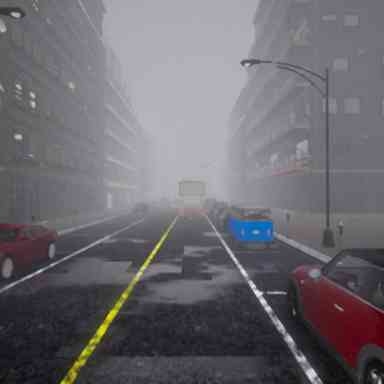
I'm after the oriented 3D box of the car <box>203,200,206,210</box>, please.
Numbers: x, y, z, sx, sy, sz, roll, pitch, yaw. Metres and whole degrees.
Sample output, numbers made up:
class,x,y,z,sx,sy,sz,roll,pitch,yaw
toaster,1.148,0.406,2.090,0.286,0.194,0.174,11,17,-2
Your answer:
class,x,y,z,sx,sy,sz,roll,pitch,yaw
car,2.699,1.914,38.412,2.008,1.369,4.403,0,-1,0

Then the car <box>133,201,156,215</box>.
class,x,y,z,sx,sy,sz,roll,pitch,yaw
car,-5.682,1.929,38.417,1.947,1.339,4.313,0,-1,0

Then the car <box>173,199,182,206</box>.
class,x,y,z,sx,sy,sz,roll,pitch,yaw
car,-2.987,2.181,71.020,1.812,1.442,4.674,0,-1,0

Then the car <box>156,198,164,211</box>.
class,x,y,z,sx,sy,sz,roll,pitch,yaw
car,-5.679,1.990,49.520,1.752,1.417,4.829,0,-1,0

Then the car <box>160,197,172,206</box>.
class,x,y,z,sx,sy,sz,roll,pitch,yaw
car,-5.674,1.985,72.238,2.192,1.841,5.009,0,-1,0

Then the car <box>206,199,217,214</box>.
class,x,y,z,sx,sy,sz,roll,pitch,yaw
car,2.698,1.751,32.778,1.967,1.590,4.097,0,-1,0

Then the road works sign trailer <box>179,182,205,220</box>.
class,x,y,z,sx,sy,sz,roll,pitch,yaw
road works sign trailer,0.006,0.758,30.920,2.380,3.560,2.880,0,-1,0

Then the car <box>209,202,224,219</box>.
class,x,y,z,sx,sy,sz,roll,pitch,yaw
car,2.697,1.803,27.140,1.887,1.381,4.507,0,-1,0

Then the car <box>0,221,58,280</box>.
class,x,y,z,sx,sy,sz,roll,pitch,yaw
car,-5.687,1.643,10.237,1.887,1.381,4.507,0,-1,0

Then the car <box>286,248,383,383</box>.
class,x,y,z,sx,sy,sz,roll,pitch,yaw
car,2.693,1.485,4.597,1.967,1.590,4.097,0,-1,0

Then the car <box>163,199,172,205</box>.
class,x,y,z,sx,sy,sz,roll,pitch,yaw
car,-5.674,2.303,77.872,1.802,1.307,4.206,0,-1,0

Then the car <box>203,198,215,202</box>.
class,x,y,z,sx,sy,sz,roll,pitch,yaw
car,2.703,1.781,49.687,2.192,1.841,5.009,0,-1,0

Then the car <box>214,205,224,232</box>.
class,x,y,z,sx,sy,sz,roll,pitch,yaw
car,2.695,1.771,21.504,1.947,1.339,4.313,0,-1,0

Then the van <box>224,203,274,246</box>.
class,x,y,z,sx,sy,sz,roll,pitch,yaw
van,2.695,1.493,15.870,1.690,1.788,3.998,0,-1,0

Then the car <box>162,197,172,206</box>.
class,x,y,z,sx,sy,sz,roll,pitch,yaw
car,-5.676,2.059,66.600,1.967,1.590,4.097,0,-1,0
